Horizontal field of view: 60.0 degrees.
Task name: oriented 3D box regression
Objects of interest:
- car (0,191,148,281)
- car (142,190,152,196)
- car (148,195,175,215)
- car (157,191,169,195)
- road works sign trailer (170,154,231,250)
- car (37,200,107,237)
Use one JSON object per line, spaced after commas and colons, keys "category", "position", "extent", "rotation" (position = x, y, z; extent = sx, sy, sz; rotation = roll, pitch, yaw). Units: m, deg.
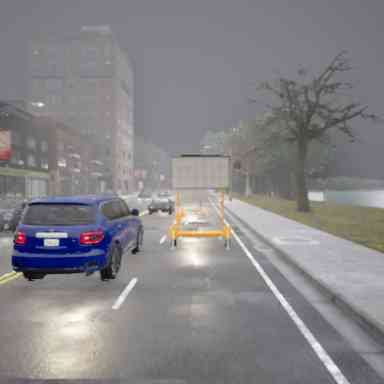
{"category": "car", "position": [-2.894, 1.112, 9.689], "extent": [2.150, 2.045, 5.566], "rotation": [0, 1, 1]}
{"category": "car", "position": [-8.379, 0.449, 59.716], "extent": [1.837, 1.490, 4.892], "rotation": [0, 1, 2]}
{"category": "car", "position": [-2.463, 1.171, 28.114], "extent": [1.895, 1.301, 4.718], "rotation": [0, 1, 1]}
{"category": "car", "position": [-5.127, 0.486, 59.652], "extent": [2.033, 1.411, 5.357], "rotation": [0, 1, 2]}
{"category": "road works sign trailer", "position": [0.344, 0.287, 13.501], "extent": [2.380, 3.560, 2.880], "rotation": [0, 1, 1]}
{"category": "car", "position": [-6.156, 1.269, 17.738], "extent": [1.837, 1.490, 4.892], "rotation": [0, 1, 1]}
